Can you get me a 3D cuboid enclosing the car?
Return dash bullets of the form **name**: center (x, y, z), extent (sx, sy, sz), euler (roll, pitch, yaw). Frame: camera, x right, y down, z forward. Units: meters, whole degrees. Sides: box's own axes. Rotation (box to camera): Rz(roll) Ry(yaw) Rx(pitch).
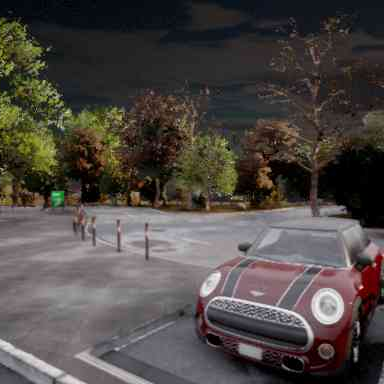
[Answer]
- **car**: center (1.978, 1.301, 5.798), extent (2.185, 1.767, 4.553), euler (0, 0, 35)
